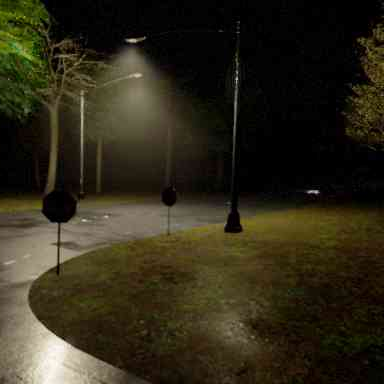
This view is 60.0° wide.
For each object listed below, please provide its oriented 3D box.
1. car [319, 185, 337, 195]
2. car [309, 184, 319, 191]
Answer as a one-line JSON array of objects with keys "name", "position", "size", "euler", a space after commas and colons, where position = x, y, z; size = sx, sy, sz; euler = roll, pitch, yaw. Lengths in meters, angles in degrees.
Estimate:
[{"name": "car", "position": [24.849, -0.510, 60.062], "size": [2.097, 1.767, 4.553], "euler": [3, 4, 30]}, {"name": "car", "position": [27.817, -1.026, 74.627], "size": [1.895, 1.301, 4.718], "euler": [4, 4, 35]}]
